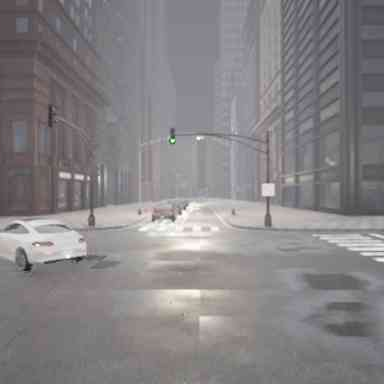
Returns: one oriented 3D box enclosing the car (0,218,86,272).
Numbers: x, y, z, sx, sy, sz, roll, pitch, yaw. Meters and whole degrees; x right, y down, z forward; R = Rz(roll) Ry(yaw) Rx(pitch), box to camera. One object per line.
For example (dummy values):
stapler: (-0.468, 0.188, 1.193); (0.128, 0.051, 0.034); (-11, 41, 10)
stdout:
car: (-5.333, 1.613, 11.158); (4.674, 1.442, 1.812); (0, -1, 41)

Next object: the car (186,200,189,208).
car: (-1.738, 1.867, 46.952); (1.895, 1.301, 4.718); (0, 0, 1)

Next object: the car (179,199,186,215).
car: (-2.026, 1.713, 37.127); (1.837, 1.490, 4.892); (0, 0, 2)

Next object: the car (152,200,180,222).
car: (-2.243, 1.682, 27.955); (1.812, 1.442, 4.674); (0, 0, 1)

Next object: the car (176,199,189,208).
car: (-1.516, 1.893, 56.860); (1.994, 1.385, 4.181); (0, 0, 1)
